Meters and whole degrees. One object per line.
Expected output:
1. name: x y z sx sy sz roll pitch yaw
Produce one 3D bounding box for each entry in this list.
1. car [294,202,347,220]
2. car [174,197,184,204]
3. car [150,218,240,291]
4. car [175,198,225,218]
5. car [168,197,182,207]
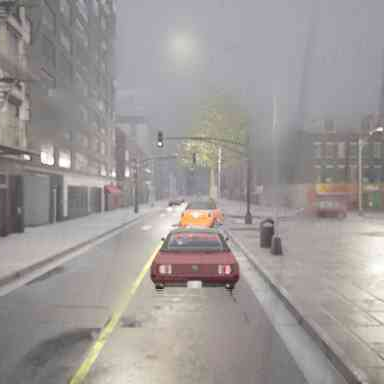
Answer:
1. car: 10.968 1.575 28.664 4.097 1.590 1.967 0 -1 0
2. car: -2.647 1.722 68.654 1.994 1.385 4.181 0 0 0
3. car: 0.082 1.620 9.053 1.895 1.301 4.718 0 0 1
4. car: 0.753 1.397 21.313 2.097 1.767 4.553 0 0 14
5. car: -2.749 1.723 52.402 1.895 1.301 4.718 0 0 0
